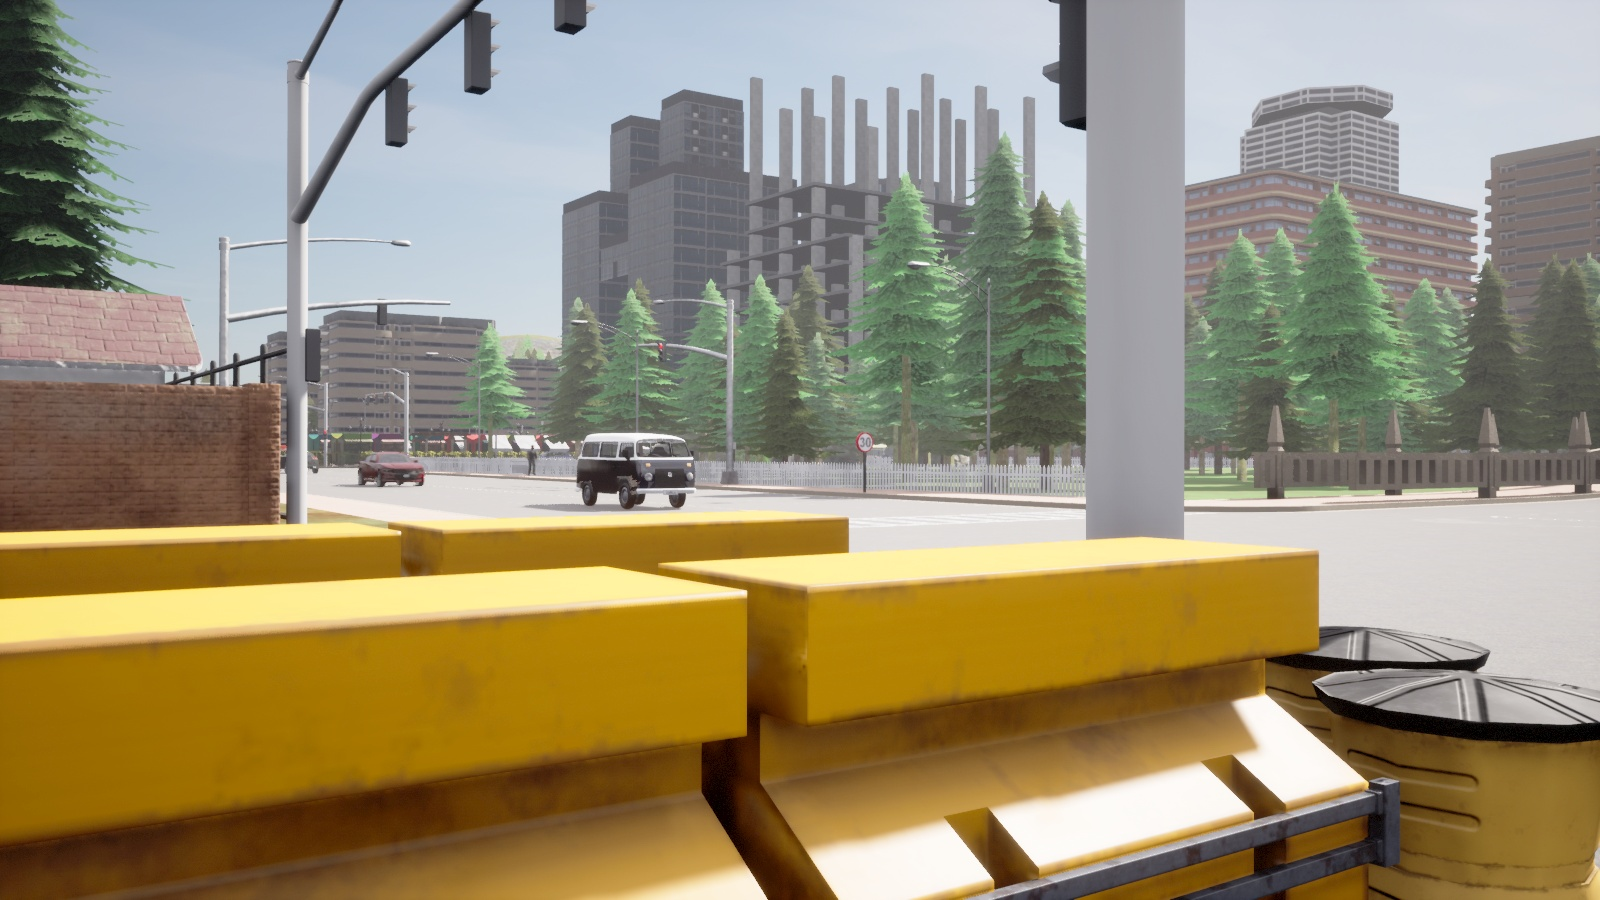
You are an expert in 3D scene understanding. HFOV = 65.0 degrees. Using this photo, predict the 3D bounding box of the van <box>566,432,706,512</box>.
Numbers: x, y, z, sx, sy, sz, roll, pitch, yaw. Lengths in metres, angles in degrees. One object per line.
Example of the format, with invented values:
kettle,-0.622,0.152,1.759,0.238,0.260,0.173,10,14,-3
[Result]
van,-4.568,0.562,34.452,2.069,2.038,4.480,0,0,-33

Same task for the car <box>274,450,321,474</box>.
car,-35.247,0.813,88.001,2.152,1.651,5.027,0,0,-33

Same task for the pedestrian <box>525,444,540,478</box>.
pedestrian,-15.058,0.608,70.764,0.563,1.883,0.849,0,0,-33

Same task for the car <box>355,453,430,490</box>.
car,-17.872,0.895,54.891,1.882,1.535,5.008,0,0,-33
